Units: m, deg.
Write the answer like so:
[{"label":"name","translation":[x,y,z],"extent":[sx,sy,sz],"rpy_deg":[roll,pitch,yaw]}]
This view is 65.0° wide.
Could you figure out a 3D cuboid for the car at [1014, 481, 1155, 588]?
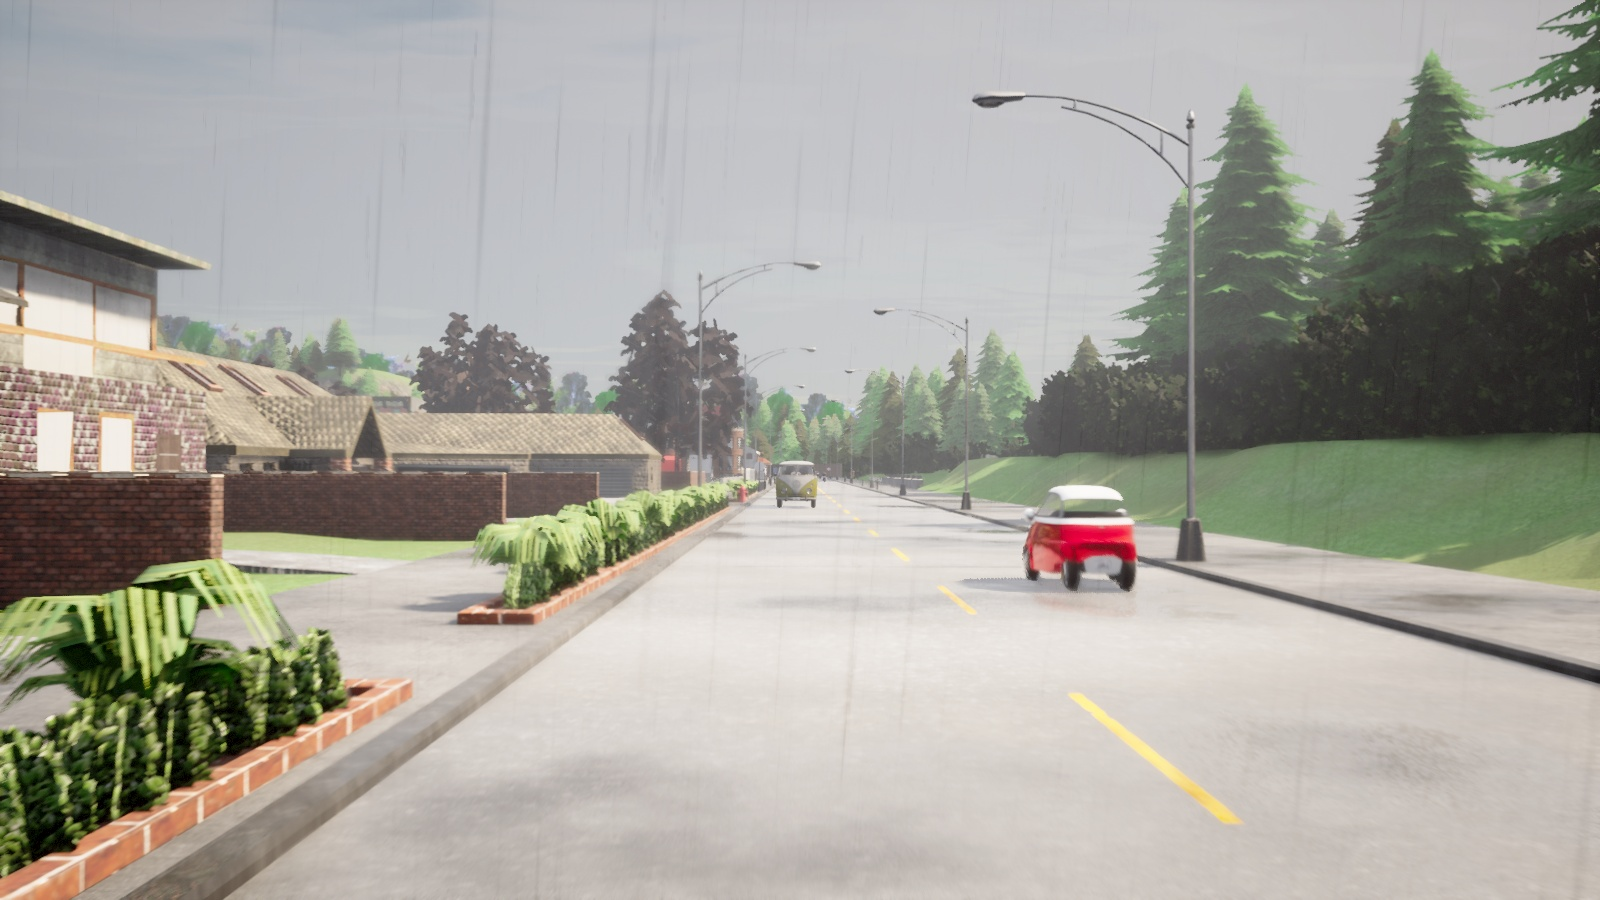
[{"label":"car","translation":[3.957,1.150,17.747],"extent":[1.481,1.376,2.207],"rpy_deg":[0,0,0]}]

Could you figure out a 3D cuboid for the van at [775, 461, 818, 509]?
[{"label":"van","translation":[-0.139,1.471,53.966],"extent":[1.775,1.987,4.442],"rpy_deg":[0,-1,0]}]
